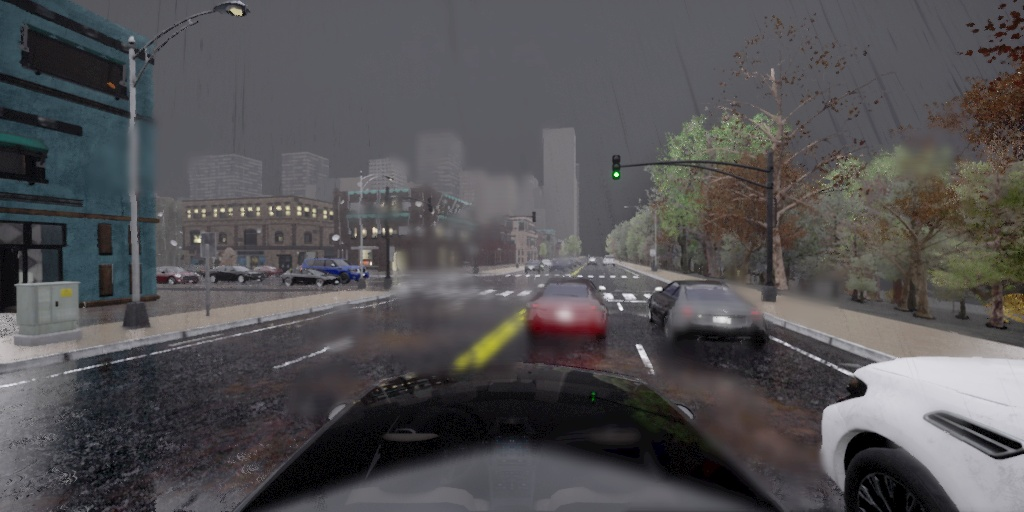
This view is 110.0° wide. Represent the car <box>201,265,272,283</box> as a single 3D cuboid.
[{"bbox_3d":[-24.411,1.561,31.766,5.008,1.535,1.882,-1,0,13],"label":"car"}]

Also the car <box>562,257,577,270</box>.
[{"bbox_3d":[7.667,1.067,50.650,2.097,1.767,4.553,0,0,13],"label":"car"}]

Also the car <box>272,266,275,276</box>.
[{"bbox_3d":[-26.520,1.645,38.213,4.207,1.307,1.802,0,0,13],"label":"car"}]

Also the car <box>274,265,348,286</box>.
[{"bbox_3d":[-14.948,1.557,26.767,4.313,1.339,1.948,0,0,13],"label":"car"}]

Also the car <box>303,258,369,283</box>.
[{"bbox_3d":[-14.617,1.188,29.468,5.566,2.045,2.150,-1,0,14],"label":"car"}]

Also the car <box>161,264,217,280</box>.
[{"bbox_3d":[-33.430,1.669,37.165,4.892,1.490,1.837,-1,0,13],"label":"car"}]

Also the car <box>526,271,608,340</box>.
[{"bbox_3d":[1.657,1.309,10.117,1.994,1.385,4.181,0,0,13],"label":"car"}]

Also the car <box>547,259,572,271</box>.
[{"bbox_3d":[5.602,1.323,41.815,1.895,1.301,4.718,0,0,13],"label":"car"}]

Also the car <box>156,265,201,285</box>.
[{"bbox_3d":[-28.431,1.591,30.053,4.097,1.591,1.967,0,0,13],"label":"car"}]

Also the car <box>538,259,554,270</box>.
[{"bbox_3d":[5.113,1.239,53.997,1.812,1.442,4.674,0,0,13],"label":"car"}]

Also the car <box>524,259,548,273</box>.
[{"bbox_3d":[2.798,1.213,44.091,2.128,1.511,4.902,0,0,13],"label":"car"}]

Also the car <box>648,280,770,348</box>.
[{"bbox_3d":[4.824,1.309,9.384,1.994,1.385,4.181,0,0,13],"label":"car"}]

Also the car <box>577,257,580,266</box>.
[{"bbox_3d":[10.082,1.211,60.915,1.837,1.490,4.892,0,0,13],"label":"car"}]
